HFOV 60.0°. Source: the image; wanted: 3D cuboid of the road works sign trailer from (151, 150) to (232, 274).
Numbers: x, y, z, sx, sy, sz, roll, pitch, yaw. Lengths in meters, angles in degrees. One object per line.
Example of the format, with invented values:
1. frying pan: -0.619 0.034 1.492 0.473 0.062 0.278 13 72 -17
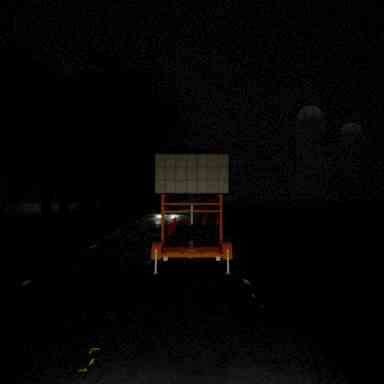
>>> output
1. road works sign trailer: -0.004 0.482 10.560 2.380 3.560 2.880 0 0 0

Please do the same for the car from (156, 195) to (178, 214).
1. car: -2.765 1.344 37.633 2.150 2.045 5.566 0 0 0
